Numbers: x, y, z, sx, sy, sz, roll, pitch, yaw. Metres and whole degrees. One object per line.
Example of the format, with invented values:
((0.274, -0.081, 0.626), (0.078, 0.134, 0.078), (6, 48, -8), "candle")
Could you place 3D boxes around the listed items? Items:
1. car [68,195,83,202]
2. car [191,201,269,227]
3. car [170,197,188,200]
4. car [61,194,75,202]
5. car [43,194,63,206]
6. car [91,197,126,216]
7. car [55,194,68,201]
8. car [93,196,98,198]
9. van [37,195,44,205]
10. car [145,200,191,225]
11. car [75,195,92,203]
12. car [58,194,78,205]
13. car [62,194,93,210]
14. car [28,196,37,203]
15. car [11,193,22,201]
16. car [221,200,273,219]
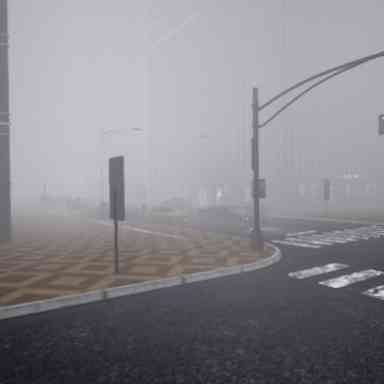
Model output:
((-24.540, 1.411, 69.861), (1.802, 1.307, 4.206), (-1, 1, -36), "car")
((2.486, 1.544, 23.095), (2.033, 1.411, 5.357), (-1, 1, -36), "car")
((-1.810, 1.332, 38.295), (1.967, 1.590, 4.097), (-1, 1, -36), "car")
((-27.781, 1.260, 74.374), (1.967, 1.590, 4.097), (-1, 1, -36), "car")
((-21.220, 1.413, 51.722), (1.967, 1.590, 4.097), (-1, 1, -36), "car")
((-8.207, 1.536, 33.494), (1.752, 1.417, 4.829), (-1, 1, -36), "car")
((-31.120, 1.335, 79.027), (1.752, 1.417, 4.829), (-1, 1, -36), "car")
((-18.059, 1.393, 60.832), (1.887, 1.381, 4.507), (-1, 1, -36), "car")
((-24.462, 1.305, 56.235), (1.690, 1.788, 3.998), (-1, 1, -36), "van")
((-1.782, 1.554, 24.423), (1.752, 1.417, 4.829), (-1, 1, -36), "car")
((-21.299, 1.390, 65.346), (2.008, 1.369, 4.403), (-1, 1, -36), "car")
((-20.668, 1.212, 55.346), (2.097, 1.767, 4.553), (-1, 1, -36), "car")
((-14.739, 1.431, 42.693), (1.967, 1.590, 4.097), (-1, 1, -36), "car")
((-30.941, 1.496, 65.265), (2.008, 1.369, 4.403), (-1, 1, -36), "car")
((-43.903, 1.451, 83.322), (1.887, 1.381, 4.507), (-1, 1, -36), "car")
((4.730, 1.459, 29.307), (2.008, 1.369, 4.403), (-1, 1, -36), "car")
